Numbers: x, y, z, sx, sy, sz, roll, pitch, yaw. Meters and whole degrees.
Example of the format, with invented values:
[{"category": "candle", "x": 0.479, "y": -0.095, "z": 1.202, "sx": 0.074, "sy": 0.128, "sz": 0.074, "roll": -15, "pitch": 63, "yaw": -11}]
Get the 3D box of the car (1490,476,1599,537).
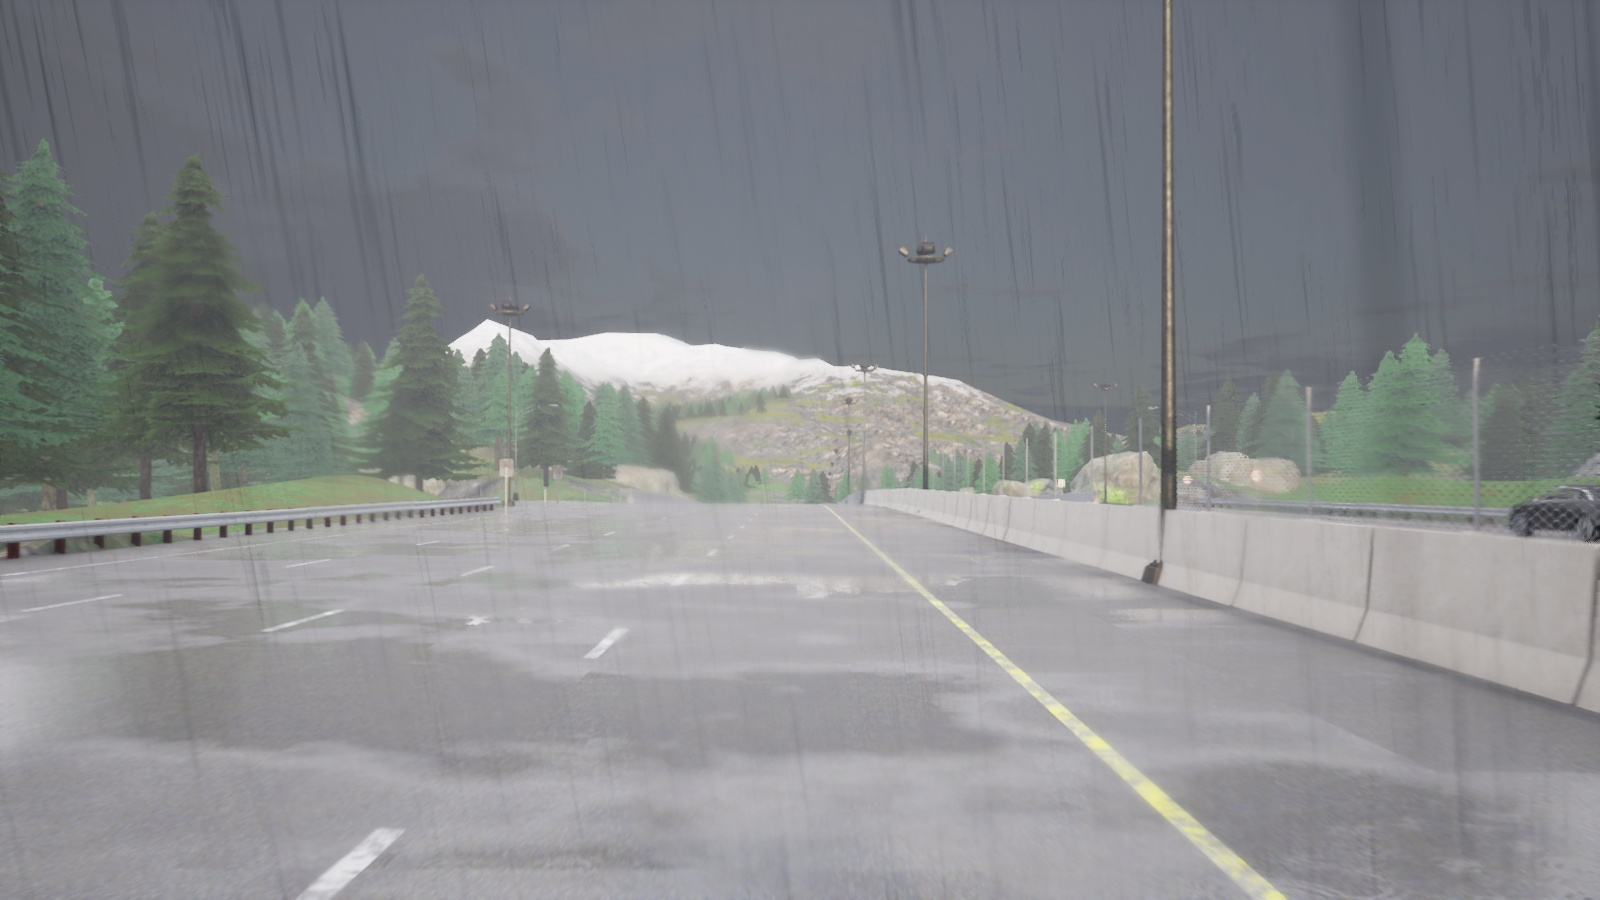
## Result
[{"category": "car", "x": 20.919, "y": 1.467, "z": 33.656, "sx": 2.128, "sy": 1.511, "sz": 4.902, "roll": 0, "pitch": -1, "yaw": 0}]
